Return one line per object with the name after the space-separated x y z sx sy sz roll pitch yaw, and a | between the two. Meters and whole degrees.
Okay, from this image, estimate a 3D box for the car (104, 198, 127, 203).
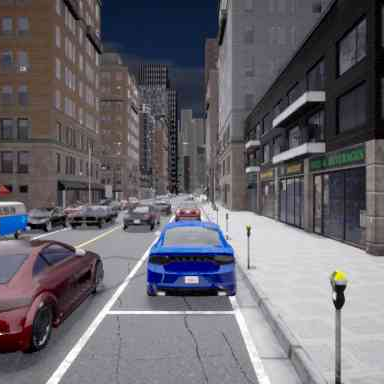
-8.815 1.572 36.483 1.947 1.339 4.313 0 0 0 | car

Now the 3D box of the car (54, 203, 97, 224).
-8.815 1.585 25.481 1.802 1.307 4.206 0 0 0 | car

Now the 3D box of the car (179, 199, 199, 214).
-0.290 1.557 36.484 2.008 1.369 4.403 0 0 0 | car

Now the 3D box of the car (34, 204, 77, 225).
-8.815 1.567 19.979 1.947 1.339 4.313 0 0 0 | car

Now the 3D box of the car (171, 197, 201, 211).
-0.290 1.443 25.481 1.967 1.590 4.097 0 0 0 | car

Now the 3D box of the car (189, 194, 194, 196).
-0.257 1.500 84.576 1.967 1.590 4.097 0 0 0 | car

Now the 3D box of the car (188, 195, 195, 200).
-0.237 1.635 95.394 2.008 1.369 4.403 0 0 0 | car

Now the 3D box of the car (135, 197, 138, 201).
-8.816 1.451 47.486 1.967 1.590 4.097 0 0 0 | car

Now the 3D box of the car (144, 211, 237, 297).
-0.006 1.478 8.650 1.882 1.535 5.008 0 0 0 | car

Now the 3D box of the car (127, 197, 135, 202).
-8.815 1.590 41.985 1.802 1.307 4.206 0 0 0 | car

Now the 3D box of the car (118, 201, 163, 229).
-3.141 1.527 21.302 1.812 1.442 4.674 0 0 0 | car

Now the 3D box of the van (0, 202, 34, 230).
-8.815 1.342 14.478 1.690 1.788 3.998 0 0 0 | van

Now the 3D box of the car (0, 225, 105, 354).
-3.048 1.564 6.126 1.994 1.385 4.181 0 0 0 | car

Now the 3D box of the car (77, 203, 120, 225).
-6.245 1.603 21.474 1.895 1.301 4.718 0 0 0 | car

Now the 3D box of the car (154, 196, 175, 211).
-3.049 1.496 33.686 2.128 1.511 4.902 0 0 0 | car
